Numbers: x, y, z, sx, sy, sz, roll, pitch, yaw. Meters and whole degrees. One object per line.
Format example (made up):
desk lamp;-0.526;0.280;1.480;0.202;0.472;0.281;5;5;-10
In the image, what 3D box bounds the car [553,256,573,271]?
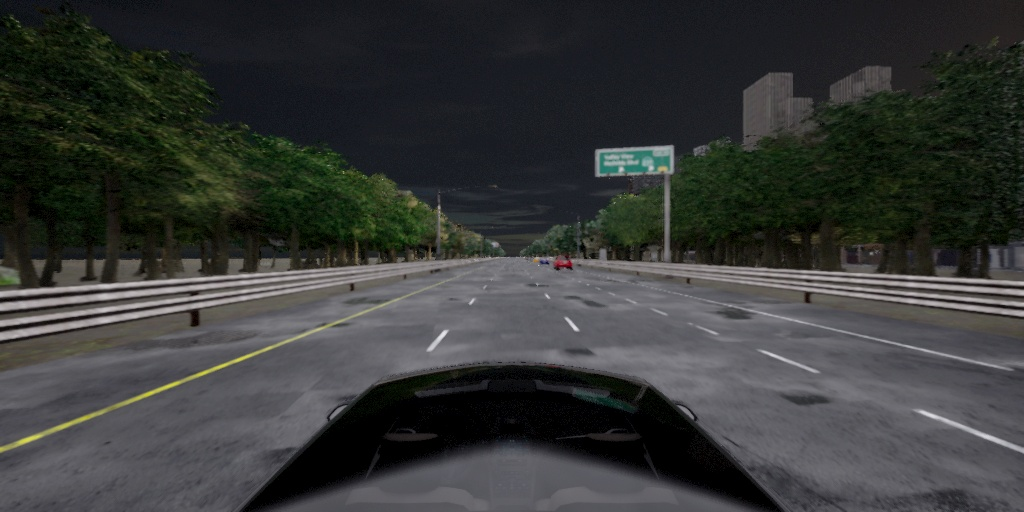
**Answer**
car;7.048;0.968;50.099;2.150;2.045;5.566;0;0;0
